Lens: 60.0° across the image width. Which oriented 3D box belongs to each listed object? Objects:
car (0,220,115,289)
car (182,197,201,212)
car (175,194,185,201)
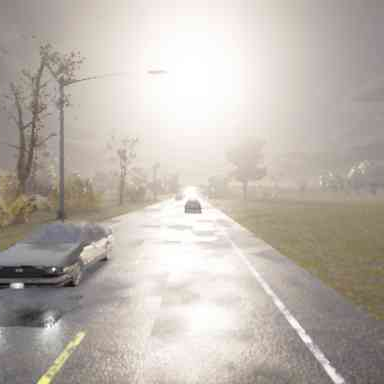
[{"bbox_3d":[-3.599,1.550,9.515,2.033,1.411,5.357,0,0,0],"label":"car"},{"bbox_3d":[0.106,1.565,39.459,1.994,1.385,4.181,0,0,0],"label":"car"},{"bbox_3d":[-3.485,1.334,88.043,2.097,1.767,4.553,0,0,0],"label":"car"}]
